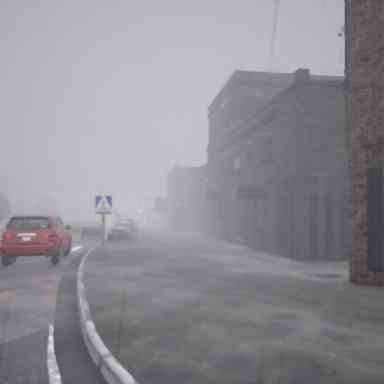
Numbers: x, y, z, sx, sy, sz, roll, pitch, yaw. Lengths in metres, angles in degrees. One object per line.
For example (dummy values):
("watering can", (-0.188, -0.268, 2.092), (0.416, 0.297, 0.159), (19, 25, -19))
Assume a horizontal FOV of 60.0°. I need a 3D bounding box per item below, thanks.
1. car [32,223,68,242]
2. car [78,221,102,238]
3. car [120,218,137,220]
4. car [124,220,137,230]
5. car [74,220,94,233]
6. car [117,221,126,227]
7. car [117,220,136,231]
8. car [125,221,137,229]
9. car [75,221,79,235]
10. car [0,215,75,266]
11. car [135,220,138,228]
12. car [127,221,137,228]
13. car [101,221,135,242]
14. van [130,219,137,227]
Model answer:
("car", (-13.197, 3.708, 31.270), (1.882, 1.535, 5.008), (0, -5, -8))
("car", (-10.507, 4.048, 35.565), (1.882, 1.535, 5.008), (0, -5, -9))
("car", (-10.496, 5.580, 55.847), (2.185, 1.767, 4.553), (0, -5, -9))
("car", (-11.338, 6.028, 61.290), (2.185, 1.767, 4.553), (0, -5, -9))
("car", (-16.092, 5.097, 49.676), (2.097, 1.767, 4.553), (0, -5, -9))
("car", (-19.104, 8.619, 90.355), (2.033, 1.411, 5.357), (0, -5, -9))
("car", (-7.113, 3.939, 34.004), (2.163, 1.488, 4.792), (0, -5, -9))
("car", (-12.184, 6.604, 66.747), (2.231, 1.521, 4.892), (0, -5, -9))
("car", (-14.749, 4.406, 41.277), (2.097, 1.767, 4.553), (0, -5, -8))
("car", (-7.001, 2.121, 15.415), (2.150, 2.045, 5.566), (1, -5, -13))
("car", (-9.637, 5.290, 50.297), (2.002, 1.452, 4.674), (0, -5, -9))
("car", (-13.027, 7.051, 72.190), (2.097, 1.535, 5.008), (0, -5, -9))
("car", (-6.258, 3.504, 28.592), (2.002, 1.452, 4.674), (2, -5, -9))
("van", (-15.575, 8.179, 88.654), (1.878, 1.987, 4.442), (0, -5, -9))
